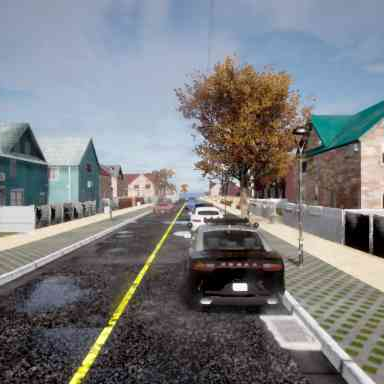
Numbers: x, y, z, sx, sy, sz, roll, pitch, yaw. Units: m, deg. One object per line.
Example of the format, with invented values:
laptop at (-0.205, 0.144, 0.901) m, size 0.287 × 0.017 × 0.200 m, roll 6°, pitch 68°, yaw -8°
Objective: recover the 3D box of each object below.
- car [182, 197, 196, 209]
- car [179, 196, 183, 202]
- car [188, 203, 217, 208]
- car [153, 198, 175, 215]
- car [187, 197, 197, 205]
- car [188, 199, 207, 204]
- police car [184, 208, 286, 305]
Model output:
car at (0.022, 1.648, 46.038) m, size 2.033 × 1.411 × 5.357 m, roll 0°, pitch 0°, yaw 0°
car at (-2.764, 1.984, 94.779) m, size 2.033 × 1.411 × 5.357 m, roll 0°, pitch -1°, yaw 0°
car at (0.822, 1.534, 18.179) m, size 1.812 × 1.442 × 4.674 m, roll 0°, pitch 0°, yaw 0°
car at (-2.855, 1.387, 34.667) m, size 2.097 × 1.767 × 4.553 m, roll 0°, pitch 0°, yaw 0°
car at (-0.009, 1.676, 63.090) m, size 1.882 × 1.535 × 5.008 m, roll 0°, pitch 0°, yaw 0°
car at (0.821, 1.517, 24.179) m, size 1.837 × 1.490 × 4.892 m, roll 0°, pitch 0°, yaw 0°
police car at (0.824, 1.428, 8.288) m, size 1.930 × 1.638 × 5.238 m, roll 0°, pitch 0°, yaw 0°
